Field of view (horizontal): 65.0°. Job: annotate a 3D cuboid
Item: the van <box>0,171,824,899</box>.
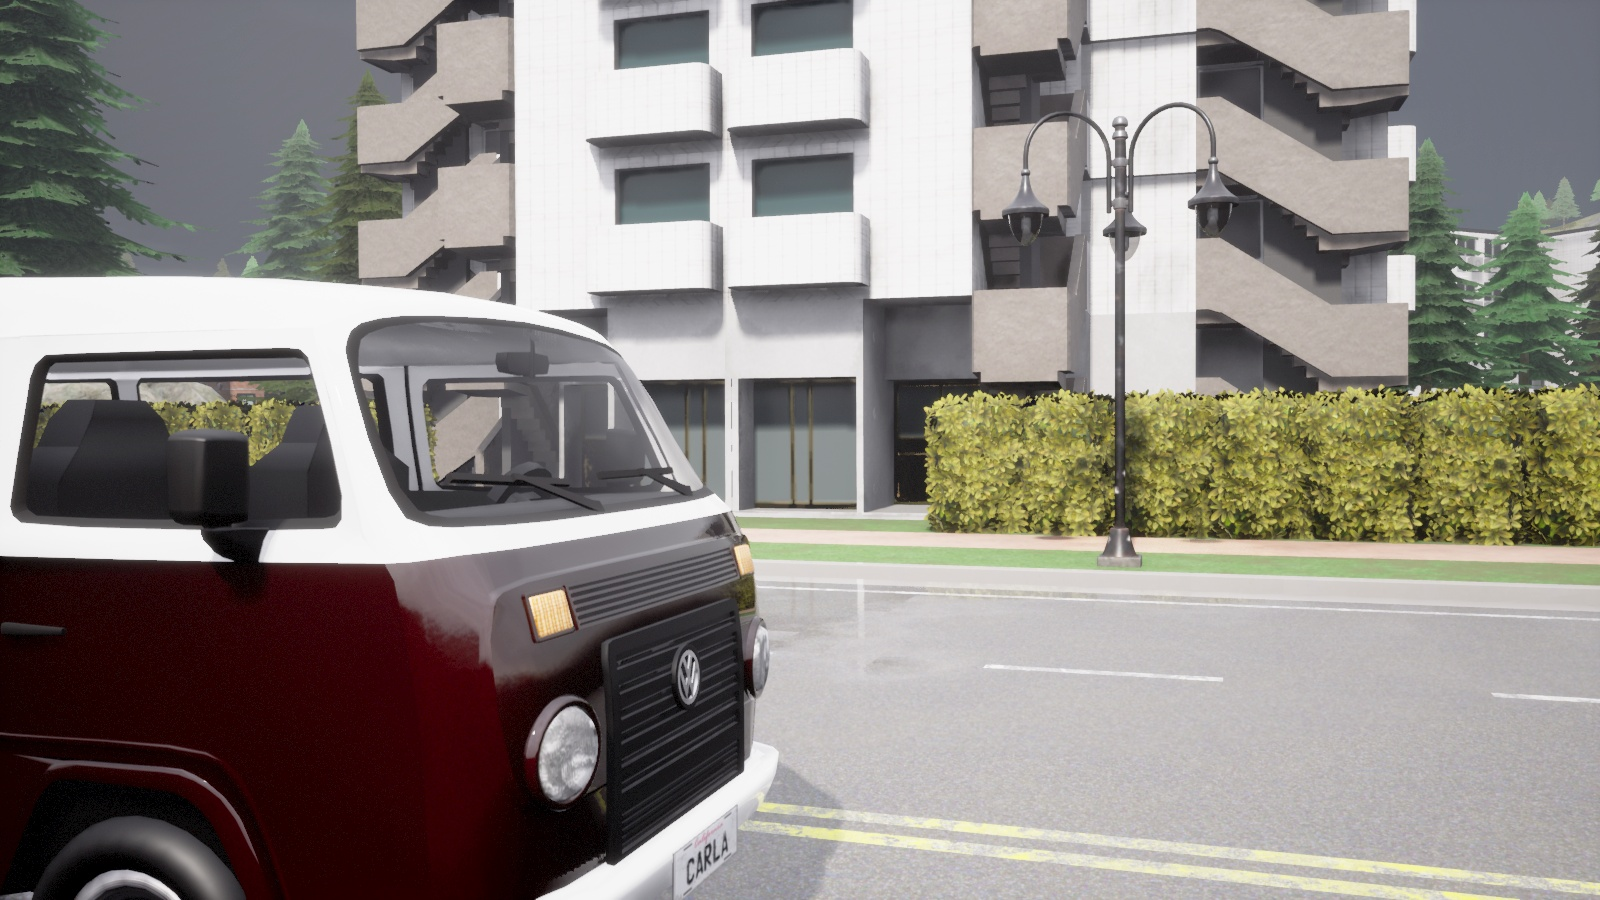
[{"bbox_3d":[-2.376,0.477,3.986,4.480,2.038,2.069,1,1,18],"label":"van"}]
